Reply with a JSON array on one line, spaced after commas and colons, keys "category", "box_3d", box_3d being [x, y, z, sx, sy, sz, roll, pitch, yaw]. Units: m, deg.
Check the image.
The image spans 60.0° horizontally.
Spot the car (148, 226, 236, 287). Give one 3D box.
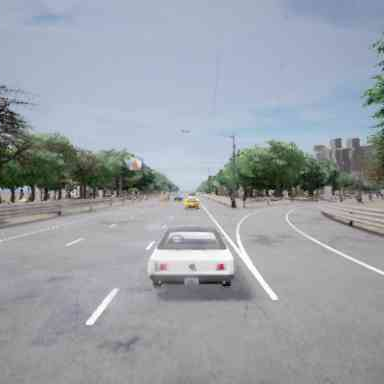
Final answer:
[{"category": "car", "box_3d": [-0.002, 1.598, 9.239, 1.895, 1.301, 4.718, 0, 0, 0]}]

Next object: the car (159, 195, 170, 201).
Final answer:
[{"category": "car", "box_3d": [-7.022, 1.512, 80.904, 1.882, 1.535, 5.008, 0, 0, 0]}]

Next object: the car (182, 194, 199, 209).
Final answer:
[{"category": "car", "box_3d": [-0.013, 1.463, 46.159, 1.882, 1.535, 5.008, 0, 0, 0]}]

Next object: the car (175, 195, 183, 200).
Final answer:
[{"category": "car", "box_3d": [-3.526, 1.490, 91.356, 1.895, 1.301, 4.718, 0, 0, 0]}]

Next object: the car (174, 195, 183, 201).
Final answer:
[{"category": "car", "box_3d": [-3.522, 1.560, 81.319, 1.812, 1.442, 4.674, 0, 0, 0]}]

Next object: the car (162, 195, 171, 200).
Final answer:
[{"category": "car", "box_3d": [-7.025, 1.434, 91.325, 2.033, 1.411, 5.357, 0, 0, 0]}]
